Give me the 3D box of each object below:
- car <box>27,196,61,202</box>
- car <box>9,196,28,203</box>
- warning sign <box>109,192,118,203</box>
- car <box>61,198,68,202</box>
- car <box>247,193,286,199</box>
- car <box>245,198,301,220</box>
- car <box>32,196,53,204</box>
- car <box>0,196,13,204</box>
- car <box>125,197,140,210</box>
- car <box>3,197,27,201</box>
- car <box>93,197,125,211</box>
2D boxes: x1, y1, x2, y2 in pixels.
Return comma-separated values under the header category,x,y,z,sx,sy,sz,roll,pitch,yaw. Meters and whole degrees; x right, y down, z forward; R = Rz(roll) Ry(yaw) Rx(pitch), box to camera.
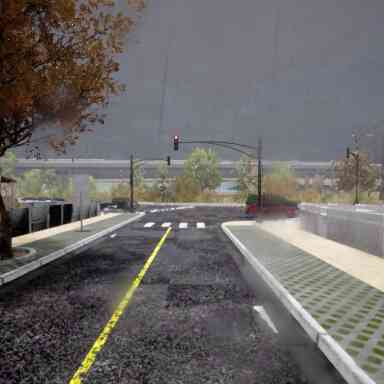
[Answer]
category,x,y,z,sx,sy,sz,roll,pitch,yaw
car,-22.532,1.672,50.563,4.553,1.767,2.097,-1,1,36
car,-38.972,1.681,74.677,4.718,1.301,1.895,-1,2,36
warning sign,-14.236,0.995,60.239,1.060,1.860,1.300,2,1,36
car,-21.658,1.718,53.958,4.892,1.490,1.837,0,2,36
car,7.888,1.178,32.449,5.566,2.045,2.150,-1,2,36
car,6.914,1.579,29.171,4.674,1.442,1.812,0,1,36
car,-30.847,1.630,68.772,4.674,1.442,1.812,-1,2,36
car,-40.860,1.695,72.030,4.892,1.490,1.837,-1,2,36
car,-9.150,1.460,44.841,4.553,1.767,2.097,-1,1,36
car,-33.741,1.842,62.846,4.674,1.442,1.812,-1,2,36
car,-11.436,1.709,42.492,4.902,1.511,2.128,0,2,36
